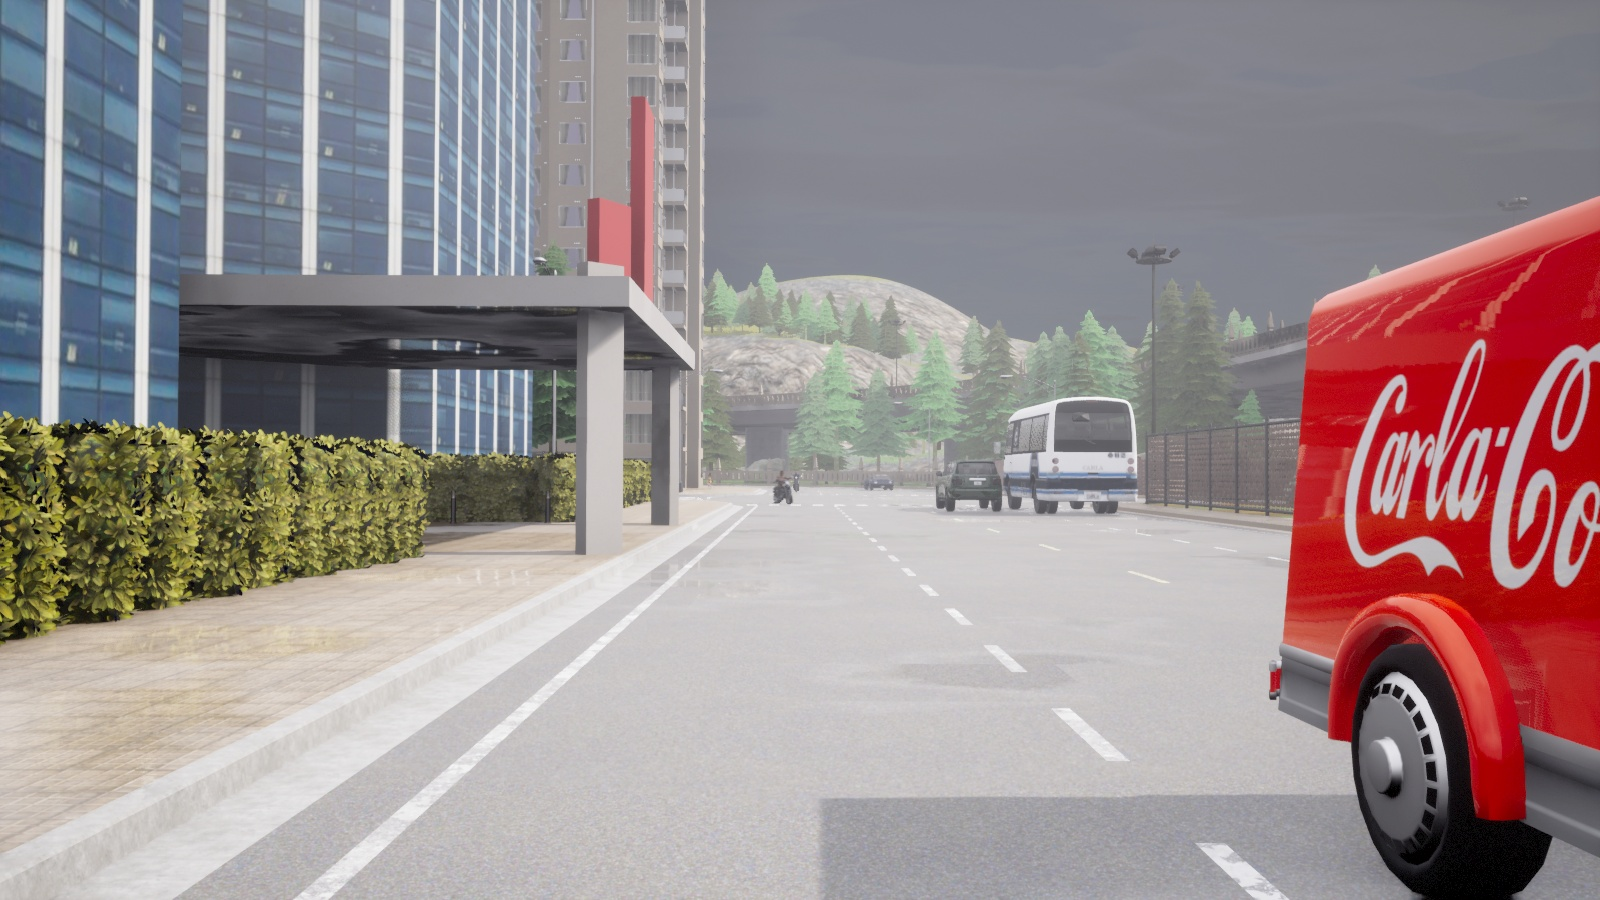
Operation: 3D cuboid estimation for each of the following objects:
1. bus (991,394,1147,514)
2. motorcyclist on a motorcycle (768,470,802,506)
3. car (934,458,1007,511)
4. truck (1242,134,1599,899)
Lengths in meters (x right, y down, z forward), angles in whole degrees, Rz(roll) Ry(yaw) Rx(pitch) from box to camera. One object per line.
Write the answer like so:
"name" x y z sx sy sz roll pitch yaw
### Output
"bus" 10.362 0.232 49.859 3.944 4.253 10.273 0 -1 0
"motorcyclist on a motorcycle" -0.714 1.757 58.850 0.766 1.649 2.350 -1 -1 -21
"car" 6.864 1.363 51.171 2.150 2.045 5.566 0 -1 0
"truck" 3.488 0.373 3.519 2.627 2.467 5.204 0 -1 0
